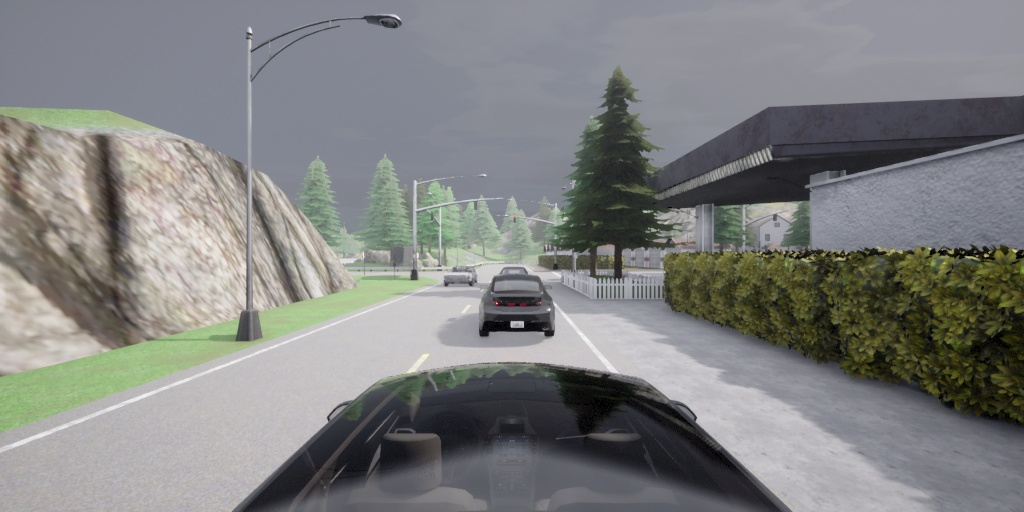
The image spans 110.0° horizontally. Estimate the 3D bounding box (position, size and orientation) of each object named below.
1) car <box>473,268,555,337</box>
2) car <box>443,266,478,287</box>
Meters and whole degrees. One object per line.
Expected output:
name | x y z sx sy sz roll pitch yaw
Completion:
car | 0.119 1.255 10.288 1.837 1.490 4.892 0 0 0
car | -3.452 1.350 24.717 1.895 1.301 4.718 0 0 0
